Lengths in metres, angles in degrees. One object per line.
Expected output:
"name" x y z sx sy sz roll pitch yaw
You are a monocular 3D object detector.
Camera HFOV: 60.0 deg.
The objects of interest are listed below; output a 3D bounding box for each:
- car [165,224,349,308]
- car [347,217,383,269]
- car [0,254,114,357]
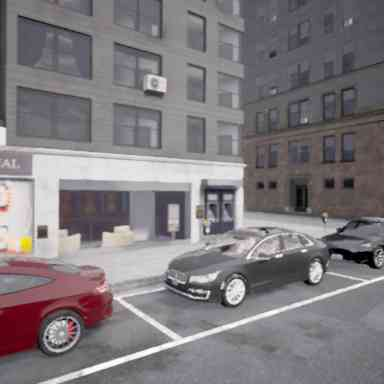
"car" 1.452 1.536 7.794 4.403 1.369 2.008 0 1 -36
"car" 6.069 1.537 11.090 4.313 1.339 1.947 0 1 -36
"car" -3.166 1.582 4.498 4.206 1.307 1.802 0 1 -36
